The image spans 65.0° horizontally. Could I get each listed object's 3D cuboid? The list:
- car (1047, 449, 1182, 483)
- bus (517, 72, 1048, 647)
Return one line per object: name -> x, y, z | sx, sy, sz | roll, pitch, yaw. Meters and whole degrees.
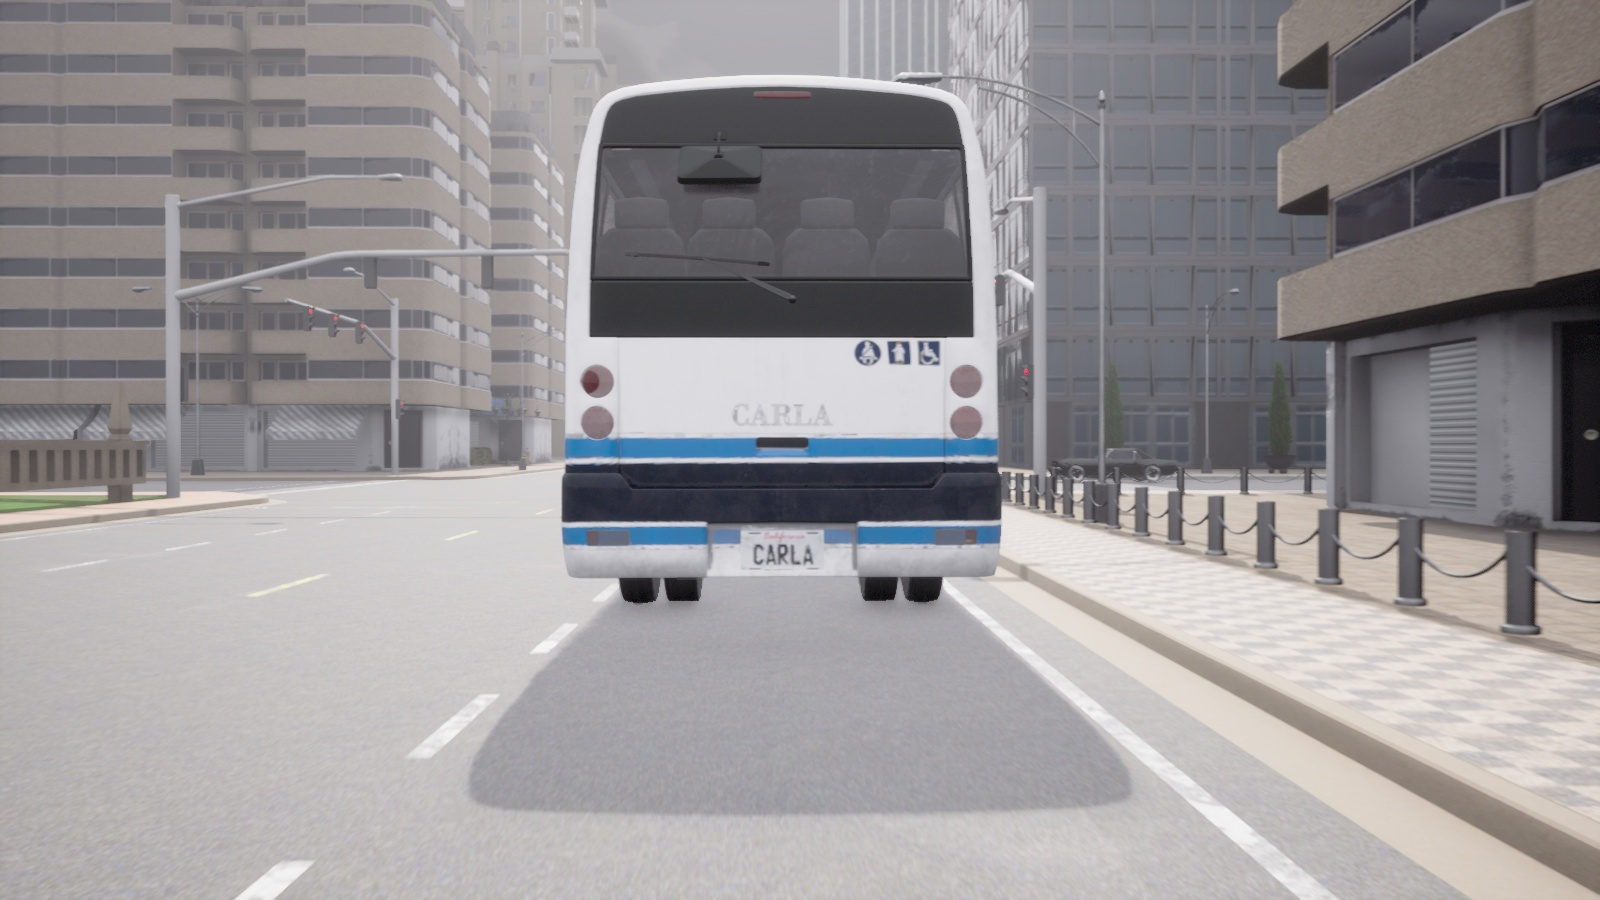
car -> 12.048, 0.602, 48.291 | 4.718, 1.301, 1.895 | 0, 0, -1
bus -> -0.219, -0.689, 14.478 | 3.944, 4.253, 10.273 | 0, 0, -1
